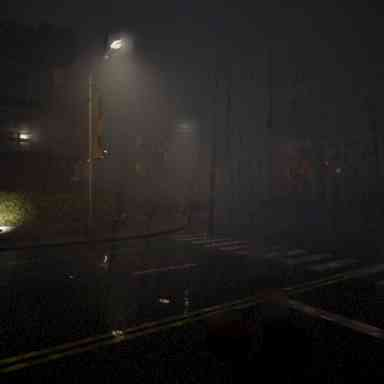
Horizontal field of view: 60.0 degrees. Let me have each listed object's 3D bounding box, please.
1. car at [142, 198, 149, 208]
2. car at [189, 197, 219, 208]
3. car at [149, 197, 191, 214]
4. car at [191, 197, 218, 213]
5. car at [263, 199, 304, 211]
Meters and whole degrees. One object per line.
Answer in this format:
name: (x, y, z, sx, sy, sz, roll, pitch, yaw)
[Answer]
car: (-5.113, 1.492, 45.110, 2.128, 1.511, 4.902, 0, 0, -34)
car: (1.760, 1.478, 49.498, 1.882, 1.535, 5.008, 0, 0, -35)
car: (-2.397, 1.526, 34.987, 1.812, 1.442, 4.674, 0, 0, -35)
car: (0.688, 1.564, 36.683, 1.994, 1.385, 4.181, 0, 0, -35)
car: (11.342, 1.547, 41.648, 2.033, 1.411, 5.357, 0, 0, -33)
